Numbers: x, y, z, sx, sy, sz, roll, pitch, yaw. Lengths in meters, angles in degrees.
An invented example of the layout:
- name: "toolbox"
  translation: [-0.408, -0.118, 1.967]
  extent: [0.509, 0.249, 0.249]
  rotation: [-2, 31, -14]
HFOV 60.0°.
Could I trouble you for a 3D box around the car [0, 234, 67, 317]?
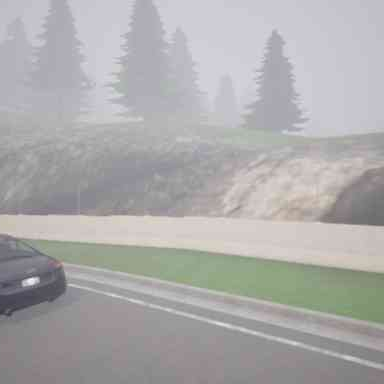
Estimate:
- name: "car"
  translation: [-4.622, 1.568, 6.911]
  extent: [4.181, 1.385, 1.994]
  rotation: [0, 0, 29]
